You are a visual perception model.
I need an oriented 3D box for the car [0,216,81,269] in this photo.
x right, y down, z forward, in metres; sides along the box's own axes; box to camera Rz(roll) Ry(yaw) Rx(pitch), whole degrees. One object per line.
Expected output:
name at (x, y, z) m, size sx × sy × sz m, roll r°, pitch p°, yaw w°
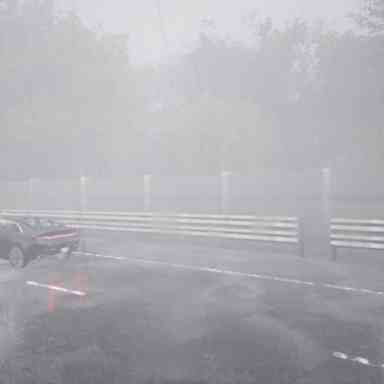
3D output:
car at (-6.035, 1.584, 11.417) m, size 4.902 × 1.511 × 2.128 m, roll 0°, pitch 0°, yaw 29°
